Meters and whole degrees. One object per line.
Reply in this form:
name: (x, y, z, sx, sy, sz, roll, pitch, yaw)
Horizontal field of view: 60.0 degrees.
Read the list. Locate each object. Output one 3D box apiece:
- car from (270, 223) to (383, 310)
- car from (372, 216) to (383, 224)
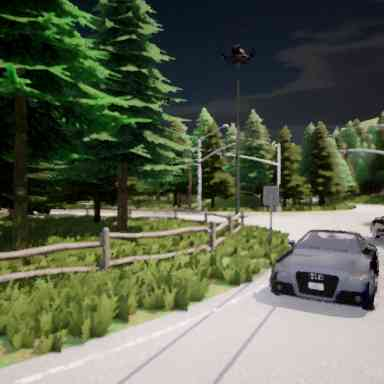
car: (3.392, 1.625, 8.073, 1.994, 1.385, 4.181, 0, 0, 31)
car: (9.896, 1.625, 15.451, 2.128, 1.511, 4.902, 0, 0, 12)
